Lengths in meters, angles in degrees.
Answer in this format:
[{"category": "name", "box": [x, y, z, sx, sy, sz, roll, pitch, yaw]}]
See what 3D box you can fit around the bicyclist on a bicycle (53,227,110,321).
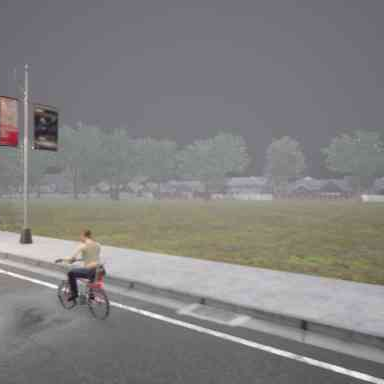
[{"category": "bicyclist on a bicycle", "box": [-2.008, 1.444, 6.096, 1.509, 1.612, 0.866, 0, 0, 36]}]
